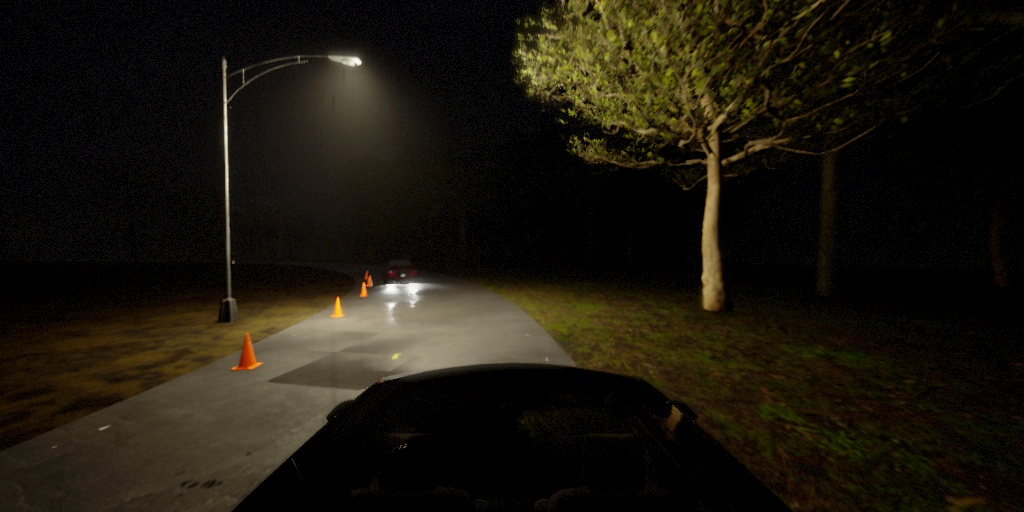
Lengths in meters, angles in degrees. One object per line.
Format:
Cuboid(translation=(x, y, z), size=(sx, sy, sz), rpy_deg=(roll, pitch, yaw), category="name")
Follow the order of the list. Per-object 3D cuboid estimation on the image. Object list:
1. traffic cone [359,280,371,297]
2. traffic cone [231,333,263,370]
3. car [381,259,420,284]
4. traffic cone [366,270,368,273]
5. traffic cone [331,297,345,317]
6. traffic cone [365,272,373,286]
Cuboid(translation=(-6.453, 1.453, 15.636), size=(0.340, 0.580, 0.340), rpy_deg=(0, 0, -16), category="traffic cone")
Cuboid(translation=(-4.619, 1.641, 6.265), size=(0.340, 0.580, 0.340), rpy_deg=(0, 0, -6), category="traffic cone")
Cuboid(translation=(-7.100, 0.911, 22.602), size=(1.994, 1.385, 4.181), rpy_deg=(-1, 1, -24), category="car")
Cuboid(translation=(-9.907, 1.276, 24.538), size=(0.340, 0.580, 0.340), rpy_deg=(0, 0, -26), category="traffic cone")
Cuboid(translation=(-5.329, 1.549, 10.991), size=(0.340, 0.580, 0.340), rpy_deg=(0, 0, -11), category="traffic cone")
Cuboid(translation=(-7.983, 1.362, 20.163), size=(0.340, 0.580, 0.340), rpy_deg=(0, 0, -21), category="traffic cone")
